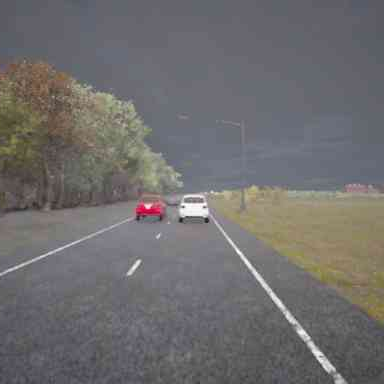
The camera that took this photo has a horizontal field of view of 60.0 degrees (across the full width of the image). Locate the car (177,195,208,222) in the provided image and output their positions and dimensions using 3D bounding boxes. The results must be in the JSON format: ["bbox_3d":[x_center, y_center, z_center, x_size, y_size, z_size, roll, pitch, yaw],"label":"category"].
[{"bbox_3d":[0.149,1.269,26.952,2.150,2.045,5.566,0,0,0],"label":"car"}]

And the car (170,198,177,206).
[{"bbox_3d":[-3.309,1.640,55.517,1.994,1.385,4.181,0,0,0],"label":"car"}]

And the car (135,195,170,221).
[{"bbox_3d":[-3.350,1.261,28.028,2.150,2.045,5.566,0,0,0],"label":"car"}]
